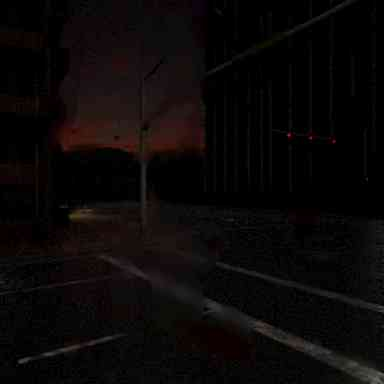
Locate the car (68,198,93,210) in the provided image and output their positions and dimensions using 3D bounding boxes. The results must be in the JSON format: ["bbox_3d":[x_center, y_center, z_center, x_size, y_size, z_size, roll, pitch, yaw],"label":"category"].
[{"bbox_3d":[-14.471,1.518,42.886,2.033,1.411,5.357,0,0,-34],"label":"car"}]
